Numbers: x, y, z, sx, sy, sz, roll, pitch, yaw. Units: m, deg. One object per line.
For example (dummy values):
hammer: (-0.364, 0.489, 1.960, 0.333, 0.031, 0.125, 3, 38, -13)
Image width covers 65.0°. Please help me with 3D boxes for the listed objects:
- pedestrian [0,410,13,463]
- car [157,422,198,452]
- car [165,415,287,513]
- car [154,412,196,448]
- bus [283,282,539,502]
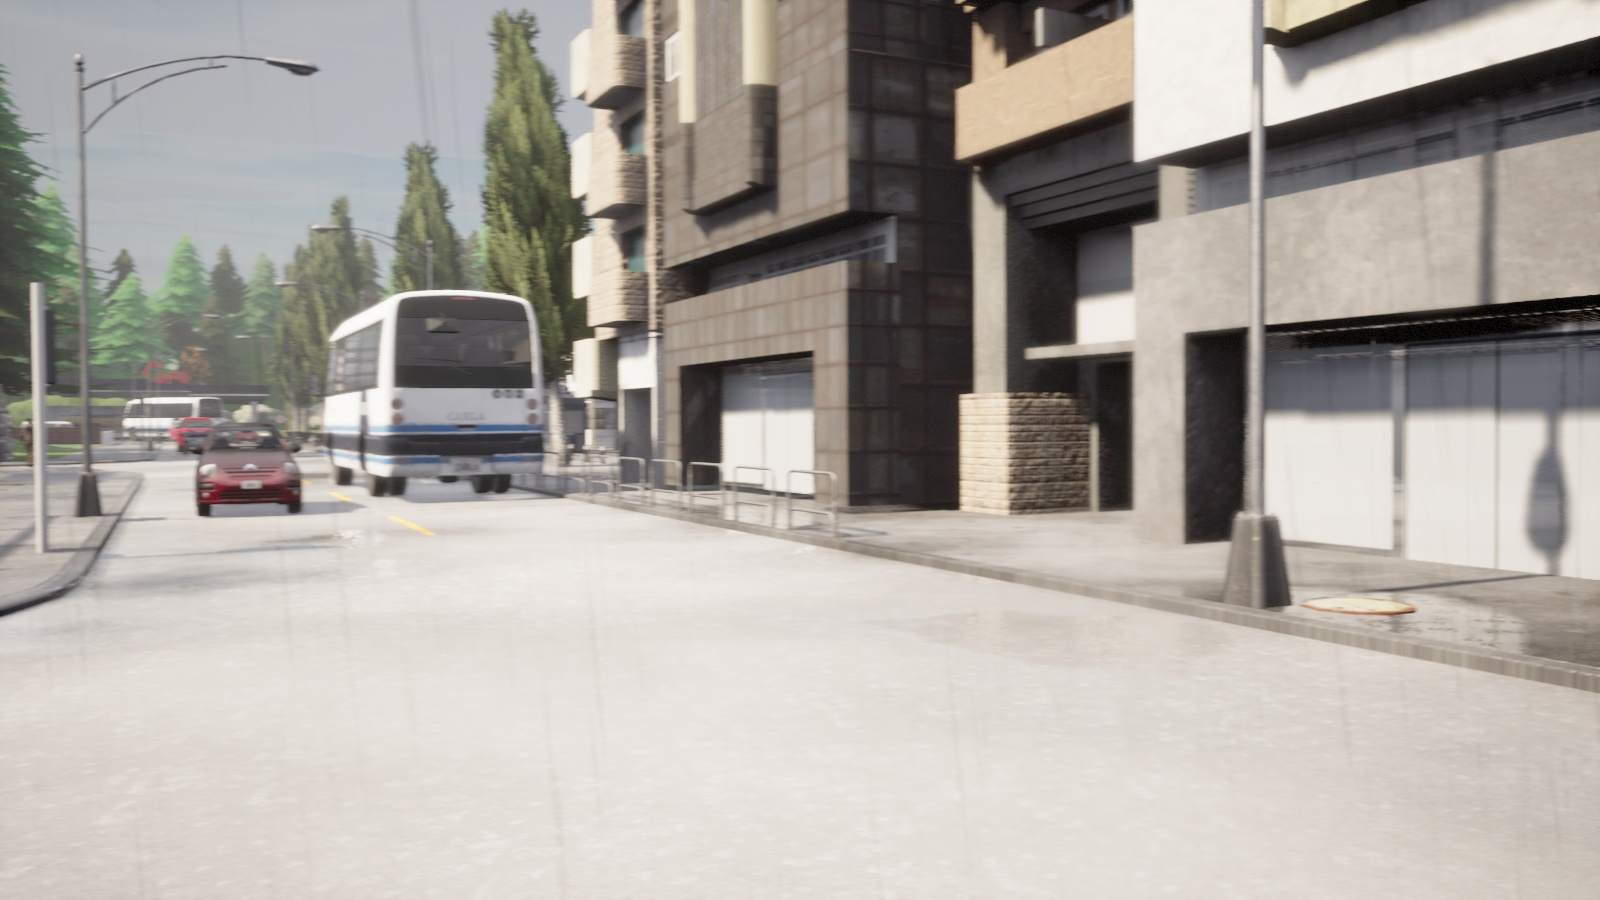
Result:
pedestrian: (-29.022, -0.495, 45.843, 0.396, 1.930, 0.692, -1, 1, -28)
car: (-32.989, -0.712, 66.534, 1.845, 1.501, 3.633, -1, 1, -27)
car: (-10.568, 0.187, 22.960, 1.851, 1.617, 3.988, -1, 1, -27)
car: (-37.210, -1.198, 74.696, 2.150, 2.045, 5.566, -1, 1, -28)
bus: (-9.589, -1.243, 29.781, 3.944, 4.253, 10.273, -1, 1, -28)
